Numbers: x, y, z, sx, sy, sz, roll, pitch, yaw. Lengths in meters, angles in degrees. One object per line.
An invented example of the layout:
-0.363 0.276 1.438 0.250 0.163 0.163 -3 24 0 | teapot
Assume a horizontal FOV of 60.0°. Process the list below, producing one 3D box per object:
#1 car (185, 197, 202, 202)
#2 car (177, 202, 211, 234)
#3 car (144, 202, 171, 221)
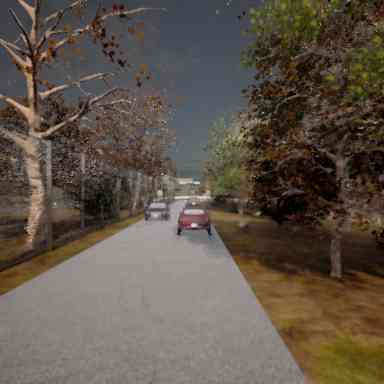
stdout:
0.209 1.409 41.376 2.097 1.767 4.553 0 0 0 | car
0.124 1.554 19.431 1.812 1.442 4.674 0 0 0 | car
-2.767 1.556 27.619 1.812 1.442 4.674 0 0 1 | car
